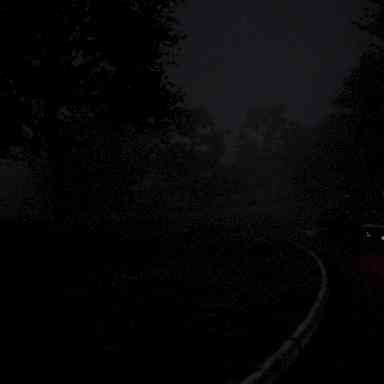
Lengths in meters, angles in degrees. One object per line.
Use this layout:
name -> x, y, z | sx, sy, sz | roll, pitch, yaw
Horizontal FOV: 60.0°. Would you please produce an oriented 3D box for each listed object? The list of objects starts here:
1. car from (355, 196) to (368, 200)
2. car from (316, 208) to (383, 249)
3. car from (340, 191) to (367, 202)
car -> 10.013, 1.250, 15.562 | 2.097, 1.767, 4.553 | -1, 0, -2
car -> 6.945, 1.440, 14.351 | 2.128, 1.511, 4.902 | -1, 0, 0
car -> 23.826, 0.605, 48.976 | 4.902, 1.511, 2.128 | -5, 2, -30
